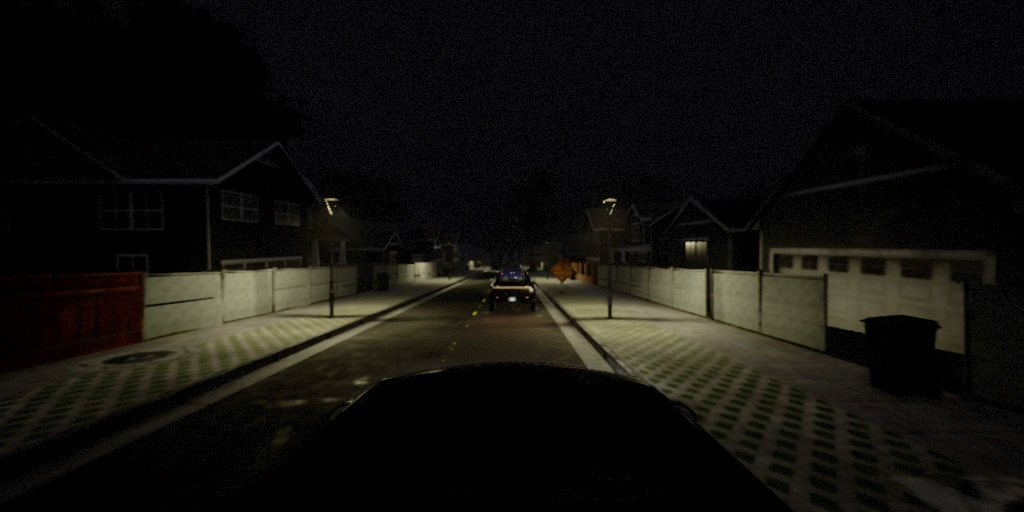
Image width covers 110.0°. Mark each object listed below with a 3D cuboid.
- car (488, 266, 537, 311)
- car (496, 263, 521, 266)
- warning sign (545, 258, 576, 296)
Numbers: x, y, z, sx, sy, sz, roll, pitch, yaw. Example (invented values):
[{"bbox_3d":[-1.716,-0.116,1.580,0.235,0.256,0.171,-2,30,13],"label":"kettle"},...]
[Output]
[{"bbox_3d":[0.030,1.377,15.372,2.128,1.511,4.902,0,0,1],"label":"car"},{"bbox_3d":[0.043,1.390,30.258,2.097,1.767,4.553,0,-1,0],"label":"car"},{"bbox_3d":[2.530,1.031,18.397,1.300,1.860,1.060,0,0,0],"label":"warning sign"}]
